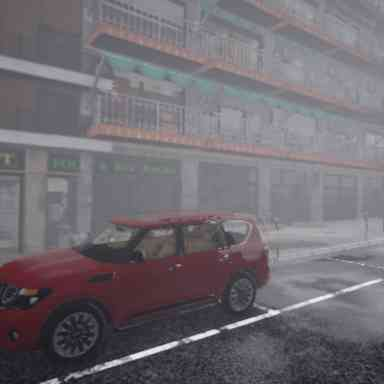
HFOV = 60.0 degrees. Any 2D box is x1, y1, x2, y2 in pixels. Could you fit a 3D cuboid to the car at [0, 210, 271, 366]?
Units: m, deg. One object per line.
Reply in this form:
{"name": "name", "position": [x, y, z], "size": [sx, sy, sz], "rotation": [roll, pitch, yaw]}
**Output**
{"name": "car", "position": [-0.730, 1.319, 6.014], "size": [5.009, 1.841, 2.192], "rotation": [0, 1, -35]}
